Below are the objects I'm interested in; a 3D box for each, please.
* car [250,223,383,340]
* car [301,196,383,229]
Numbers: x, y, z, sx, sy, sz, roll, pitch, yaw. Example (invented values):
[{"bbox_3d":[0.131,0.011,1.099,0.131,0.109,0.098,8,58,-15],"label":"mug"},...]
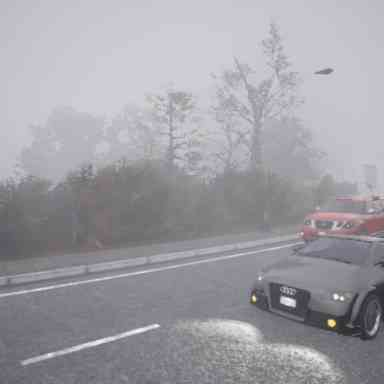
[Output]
[{"bbox_3d":[3.080,1.570,6.594,4.181,1.385,1.994,0,0,-39],"label":"car"},{"bbox_3d":[6.958,1.228,14.536,5.566,2.045,2.150,0,0,-43],"label":"car"}]
